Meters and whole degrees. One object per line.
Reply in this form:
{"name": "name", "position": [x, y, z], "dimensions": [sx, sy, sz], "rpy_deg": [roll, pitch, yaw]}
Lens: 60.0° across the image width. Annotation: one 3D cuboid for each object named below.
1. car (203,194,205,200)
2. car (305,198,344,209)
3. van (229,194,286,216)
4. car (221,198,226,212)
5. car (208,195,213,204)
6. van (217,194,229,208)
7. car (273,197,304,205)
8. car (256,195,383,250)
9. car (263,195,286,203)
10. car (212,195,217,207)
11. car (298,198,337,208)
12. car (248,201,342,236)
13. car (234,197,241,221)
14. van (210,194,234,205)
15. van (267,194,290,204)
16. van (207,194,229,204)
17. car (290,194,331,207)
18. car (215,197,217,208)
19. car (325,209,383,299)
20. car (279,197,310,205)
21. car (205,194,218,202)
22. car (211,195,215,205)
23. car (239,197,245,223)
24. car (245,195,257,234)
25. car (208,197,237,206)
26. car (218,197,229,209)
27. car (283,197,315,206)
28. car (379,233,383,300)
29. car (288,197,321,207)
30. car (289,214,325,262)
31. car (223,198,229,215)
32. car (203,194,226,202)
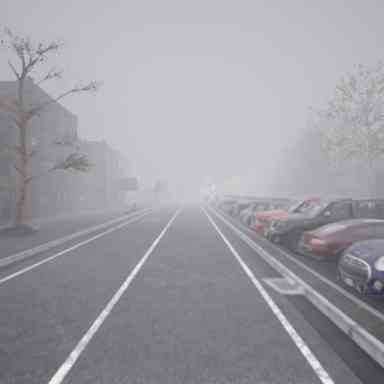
{"name": "car", "position": [5.546, 1.487, 74.611], "dimensions": [5.566, 2.045, 2.435], "rpy_deg": [0, 0, 0]}
{"name": "car", "position": [18.653, 1.637, 46.941], "dimensions": [4.674, 1.452, 2.002], "rpy_deg": [0, 0, 0]}
{"name": "van", "position": [5.507, 1.326, 26.959], "dimensions": [4.442, 1.987, 1.878], "rpy_deg": [0, 0, 0]}
{"name": "car", "position": [5.581, 1.593, 32.565], "dimensions": [4.792, 1.488, 2.163], "rpy_deg": [0, 0, 0]}
{"name": "car", "position": [5.553, 1.631, 54.984], "dimensions": [4.892, 1.521, 2.231], "rpy_deg": [0, 0, 0]}
{"name": "van", "position": [5.481, 1.350, 38.172], "dimensions": [4.442, 1.987, 1.878], "rpy_deg": [0, 0, 0]}
{"name": "car", "position": [18.431, 1.673, 63.527], "dimensions": [5.366, 1.575, 1.946], "rpy_deg": [0, 0, 0]}
{"name": "car", "position": [5.629, 1.270, 12.943], "dimensions": [5.566, 2.045, 2.435], "rpy_deg": [0, 0, 0]}
{"name": "car", "position": [18.567, 1.613, 74.666], "dimensions": [4.553, 1.767, 2.185], "rpy_deg": [0, 0, 0]}
{"name": "car", "position": [5.769, 1.585, 43.779], "dimensions": [5.366, 1.575, 1.946], "rpy_deg": [0, 0, 0]}
{"name": "car", "position": [18.644, 1.607, 49.602], "dimensions": [5.008, 1.535, 2.097], "rpy_deg": [0, 0, 0]}
{"name": "car", "position": [5.613, 1.408, 18.549], "dimensions": [4.553, 1.767, 2.185], "rpy_deg": [0, 0, 0]}
{"name": "car", "position": [5.662, 1.420, 24.156], "dimensions": [4.553, 1.767, 2.185], "rpy_deg": [0, 0, 0]}
{"name": "van", "position": [5.654, 1.449, 63.400], "dimensions": [4.442, 1.987, 1.878], "rpy_deg": [0, 0, 0]}
{"name": "van", "position": [18.717, 1.494, 71.886], "dimensions": [4.442, 1.987, 1.878], "rpy_deg": [0, 0, 0]}
{"name": "van", "position": [5.410, 1.479, 69.006], "dimensions": [4.442, 1.987, 1.878], "rpy_deg": [0, 0, 0]}
{"name": "car", "position": [18.615, 1.366, 52.389], "dimensions": [5.566, 2.045, 2.435], "rpy_deg": [0, 0, 0]}
{"name": "car", "position": [5.620, 1.612, 40.975], "dimensions": [4.792, 1.488, 2.163], "rpy_deg": [0, 0, 0]}
{"name": "car", "position": [5.702, 1.383, 7.336], "dimensions": [4.553, 1.767, 2.185], "rpy_deg": [0, 0, 0]}
{"name": "car", "position": [18.618, 1.661, 60.741], "dimensions": [5.008, 1.535, 2.097], "rpy_deg": [0, 0, 0]}
{"name": "car", "position": [5.579, 1.393, 57.792], "dimensions": [5.566, 2.045, 2.435], "rpy_deg": [0, 0, 0]}
{"name": "car", "position": [5.572, 1.595, 46.578], "dimensions": [5.008, 1.535, 2.097], "rpy_deg": [0, 0, 0]}
{"name": "car", "position": [5.606, 1.414, 21.353], "dimensions": [4.553, 1.767, 2.185], "rpy_deg": [0, 0, 0]}
{"name": "car", "position": [5.622, 1.276, 15.746], "dimensions": [5.566, 2.045, 2.435], "rpy_deg": [0, 0, 0]}
{"name": "car", "position": [5.538, 1.659, 60.595], "dimensions": [5.008, 1.535, 2.097], "rpy_deg": [0, 0, 0]}
{"name": "car", "position": [5.575, 1.599, 35.368], "dimensions": [4.792, 1.488, 2.163], "rpy_deg": [0, 0, 0]}
{"name": "car", "position": [18.600, 1.675, 57.956], "dimensions": [4.792, 1.488, 2.163], "rpy_deg": [0, 0, 0]}
{"name": "car", "position": [5.671, 1.504, 4.533], "dimensions": [4.892, 1.521, 2.231], "rpy_deg": [0, 0, 0]}
{"name": "car", "position": [18.665, 1.660, 55.171], "dimensions": [4.792, 1.488, 2.163], "rpy_deg": [0, 0, 0]}
{"name": "car", "position": [5.661, 1.555, 10.139], "dimensions": [4.674, 1.452, 2.002], "rpy_deg": [0, 0, 0]}
{"name": "car", "position": [5.612, 1.557, 29.762], "dimensions": [5.008, 1.535, 2.097], "rpy_deg": [0, 0, 0]}
{"name": "car", "position": [5.540, 1.557, 83.021], "dimensions": [5.566, 2.045, 2.435], "rpy_deg": [0, -1, 0]}
